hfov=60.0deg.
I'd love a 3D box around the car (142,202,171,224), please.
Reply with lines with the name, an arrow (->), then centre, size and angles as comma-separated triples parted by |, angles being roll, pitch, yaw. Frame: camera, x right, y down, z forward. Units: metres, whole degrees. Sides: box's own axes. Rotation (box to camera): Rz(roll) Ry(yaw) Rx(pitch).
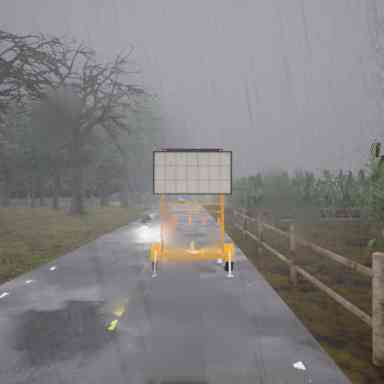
car -> -2.702, 1.574, 25.758 | 2.128, 1.511, 4.902 | 0, 0, 0

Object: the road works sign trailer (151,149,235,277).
road works sign trailer -> 0.018, 0.478, 10.263 | 2.380, 3.560, 2.880 | 0, 0, 0

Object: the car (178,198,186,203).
car -> -2.590, 2.431, 88.185 | 1.882, 1.535, 5.008 | 0, -2, 0
